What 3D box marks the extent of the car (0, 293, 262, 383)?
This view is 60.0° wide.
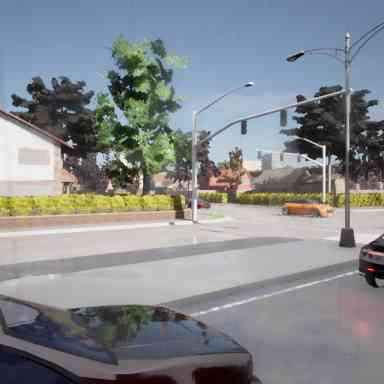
[{"bbox_3d":[-1.954,1.547,2.355,5.357,1.411,2.033,0,0,-35],"label":"car"}]

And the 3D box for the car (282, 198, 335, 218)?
[{"bbox_3d":[10.448,1.351,29.977,2.097,1.767,4.553,0,0,-35],"label":"car"}]

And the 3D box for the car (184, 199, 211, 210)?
[{"bbox_3d":[0.661,1.564,43.505,1.994,1.385,4.181,0,0,-36],"label":"car"}]

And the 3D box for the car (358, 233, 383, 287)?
[{"bbox_3d":[5.965,1.492,8.038,4.902,1.511,2.128,0,0,-35],"label":"car"}]
